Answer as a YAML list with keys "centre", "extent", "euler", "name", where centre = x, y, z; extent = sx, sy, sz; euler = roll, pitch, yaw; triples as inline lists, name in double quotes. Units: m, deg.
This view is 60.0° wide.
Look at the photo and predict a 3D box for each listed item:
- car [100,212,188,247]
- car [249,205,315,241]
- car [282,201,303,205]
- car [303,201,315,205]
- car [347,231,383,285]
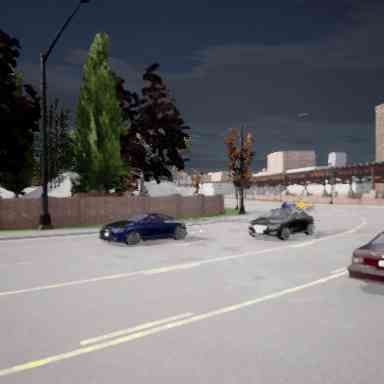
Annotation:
- centre: [-2.225, 1.683, 15.896]
  extent: [4.181, 1.385, 1.994]
  euler: [1, -1, -41]
  name: "car"
- centre: [4.918, 1.653, 17.848]
  extent: [2.128, 1.511, 4.902]
  euler: [0, -1, 43]
  name: "car"
- centre: [15.442, 2.236, 52.662]
  extent: [1.812, 1.442, 4.674]
  euler: [-1, -1, 0]
  name: "car"
- centre: [18.873, 2.191, 55.614]
  extent: [1.882, 1.535, 5.008]
  euler: [-1, -1, -3]
  name: "car"
- centre: [6.068, 1.623, 8.859]
  extent: [5.357, 1.411, 2.033]
  euler: [1, -1, -42]
  name: "car"
